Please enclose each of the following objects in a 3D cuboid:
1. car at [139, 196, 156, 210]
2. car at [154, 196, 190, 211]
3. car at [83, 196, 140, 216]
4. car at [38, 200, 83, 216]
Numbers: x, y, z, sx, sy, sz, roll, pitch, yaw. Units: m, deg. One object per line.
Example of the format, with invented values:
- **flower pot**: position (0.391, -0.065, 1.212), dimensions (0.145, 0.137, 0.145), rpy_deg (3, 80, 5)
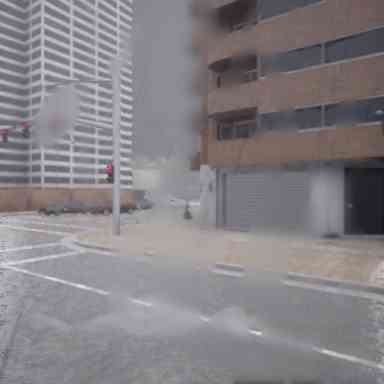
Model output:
- **car**: position (-6.369, 1.545, 40.646), dimensions (1.994, 1.385, 4.181), rpy_deg (0, 0, 35)
- **car**: position (-2.115, 1.509, 40.595), dimensions (1.812, 1.442, 4.674), rpy_deg (0, 0, 36)
- **car**: position (-7.758, 1.461, 32.617), dimensions (1.882, 1.535, 5.008), rpy_deg (0, 0, 35)
- **car**: position (-12.129, 1.529, 32.492), dimensions (2.033, 1.411, 5.357), rpy_deg (0, 0, 35)
